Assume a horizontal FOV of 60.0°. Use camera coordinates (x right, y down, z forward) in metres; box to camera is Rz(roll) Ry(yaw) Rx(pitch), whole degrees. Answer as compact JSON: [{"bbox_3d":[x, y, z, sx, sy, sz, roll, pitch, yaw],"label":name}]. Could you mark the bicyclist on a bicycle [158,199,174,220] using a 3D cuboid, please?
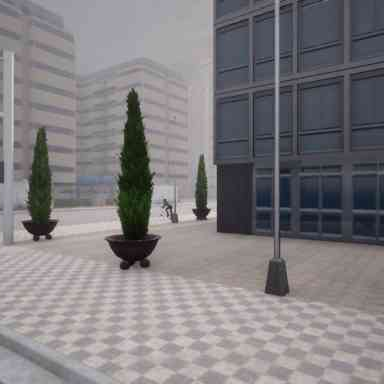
[{"bbox_3d":[-1.999,1.356,25.879,1.656,1.620,0.582,0,0,35],"label":"bicyclist on a bicycle"}]
